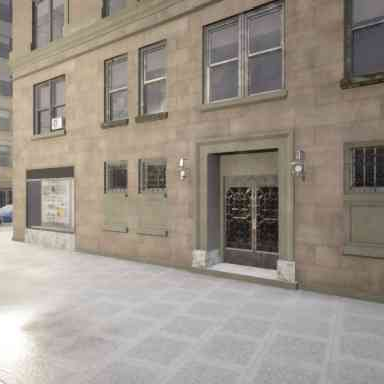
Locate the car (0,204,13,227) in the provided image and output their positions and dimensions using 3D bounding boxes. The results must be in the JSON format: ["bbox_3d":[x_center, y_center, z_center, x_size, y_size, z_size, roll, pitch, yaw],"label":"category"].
[{"bbox_3d":[-11.905,1.512,23.049,2.033,1.411,5.357,0,0,39],"label":"car"}]
